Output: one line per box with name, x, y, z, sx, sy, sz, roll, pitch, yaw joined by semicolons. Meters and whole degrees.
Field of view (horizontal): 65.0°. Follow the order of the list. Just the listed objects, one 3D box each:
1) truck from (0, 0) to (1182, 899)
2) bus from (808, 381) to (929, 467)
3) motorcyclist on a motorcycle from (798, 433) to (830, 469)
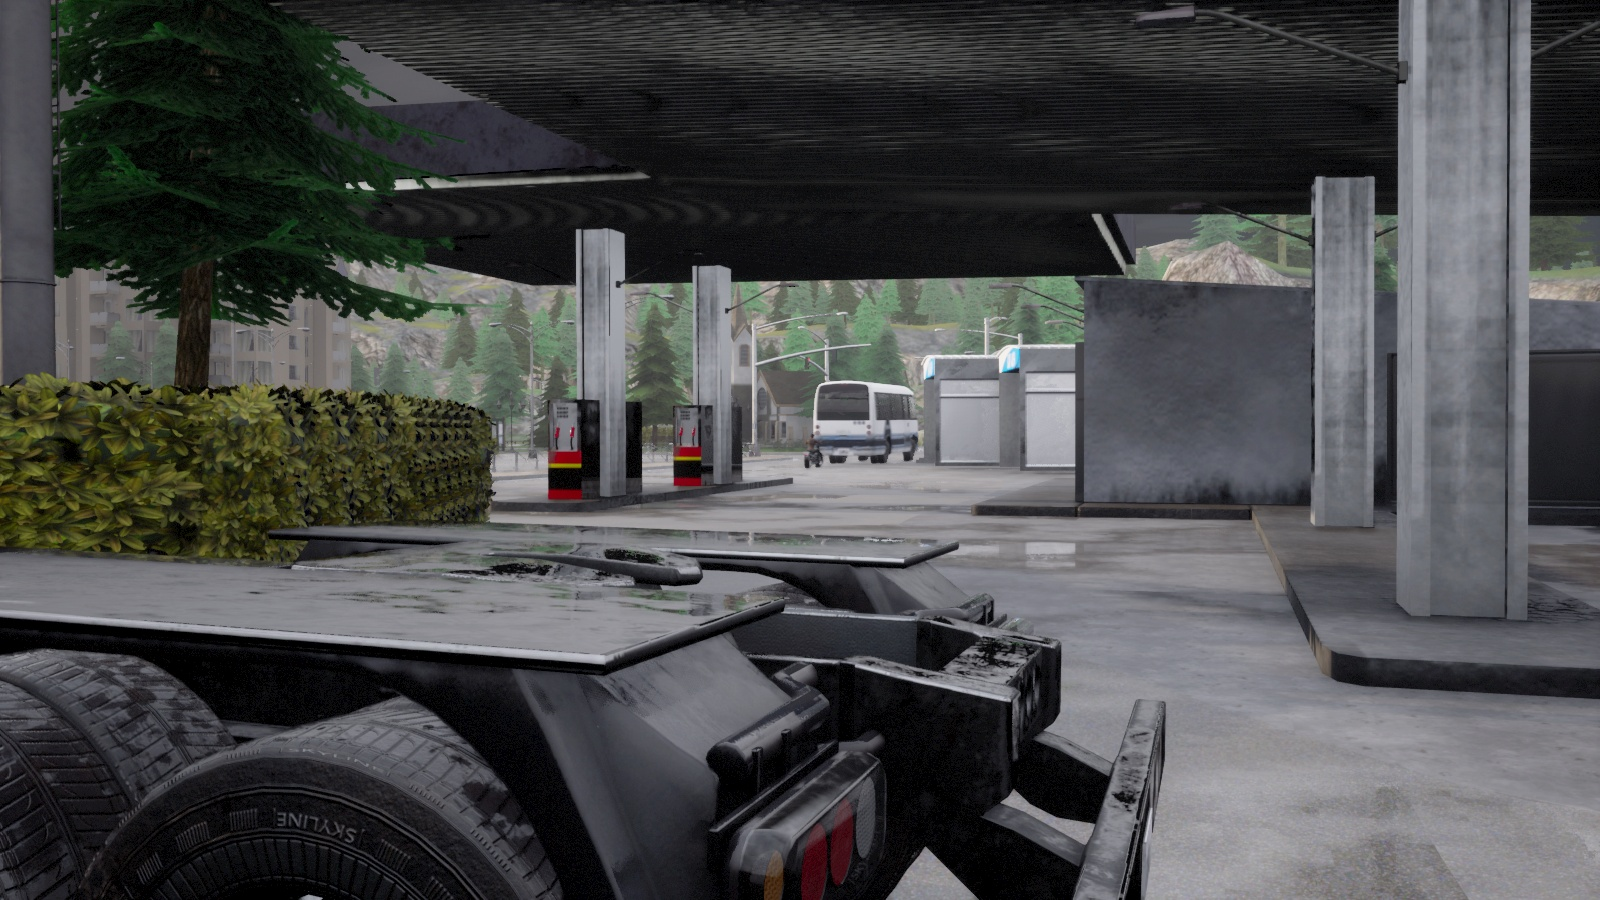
truck;-2.955;-0.168;4.152;7.936;3.462;2.891;1;0;18
bus;3.926;-1.432;67.962;3.944;4.253;10.273;1;1;19
motorcyclist on a motorcycle;0.655;0.038;58.276;0.766;1.649;2.350;1;1;19
